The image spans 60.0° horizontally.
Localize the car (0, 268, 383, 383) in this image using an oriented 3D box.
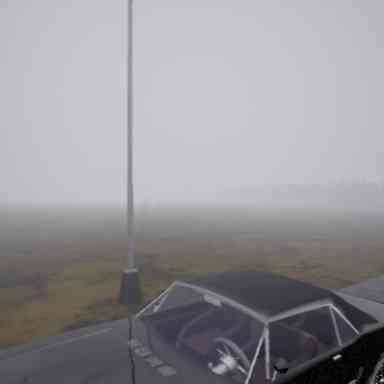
[{"bbox_3d":[0.309,1.599,3.292,4.718,1.301,1.895,0,0,-36],"label":"car"}]
